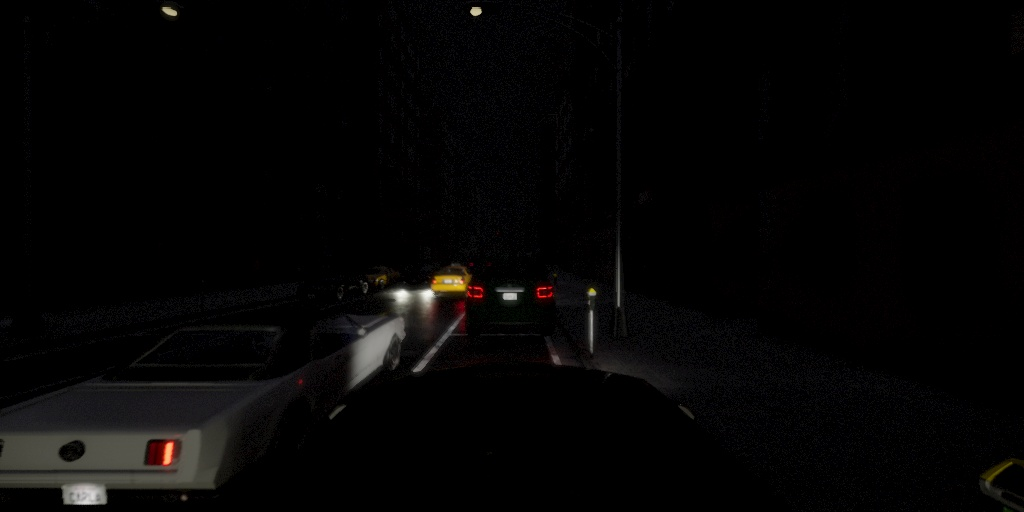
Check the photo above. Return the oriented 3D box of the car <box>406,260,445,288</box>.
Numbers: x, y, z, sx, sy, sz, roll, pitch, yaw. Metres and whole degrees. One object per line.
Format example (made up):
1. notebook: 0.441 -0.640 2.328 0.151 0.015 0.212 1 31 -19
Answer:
1. car: -5.870 1.227 24.072 1.882 1.535 5.008 0 0 0

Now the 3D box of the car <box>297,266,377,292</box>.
1. car: -8.408 1.316 17.218 1.948 1.339 4.313 0 0 0

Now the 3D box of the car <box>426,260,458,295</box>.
1. car: -3.018 1.205 19.587 1.801 1.575 5.366 0 0 0

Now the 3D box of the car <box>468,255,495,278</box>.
1. car: -2.926 0.966 35.609 2.150 2.045 5.566 0 0 0

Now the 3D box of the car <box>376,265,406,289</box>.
1. car: -8.408 1.275 22.461 1.751 1.417 4.829 0 0 0

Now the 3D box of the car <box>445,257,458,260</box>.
1. car: -8.408 1.052 49.696 2.192 1.841 5.009 0 0 0

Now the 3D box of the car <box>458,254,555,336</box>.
1. car: -0.039 0.978 10.530 2.150 2.045 5.566 0 0 0

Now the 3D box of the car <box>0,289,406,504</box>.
1. car: -2.924 1.351 4.682 1.895 1.301 4.718 0 0 0
